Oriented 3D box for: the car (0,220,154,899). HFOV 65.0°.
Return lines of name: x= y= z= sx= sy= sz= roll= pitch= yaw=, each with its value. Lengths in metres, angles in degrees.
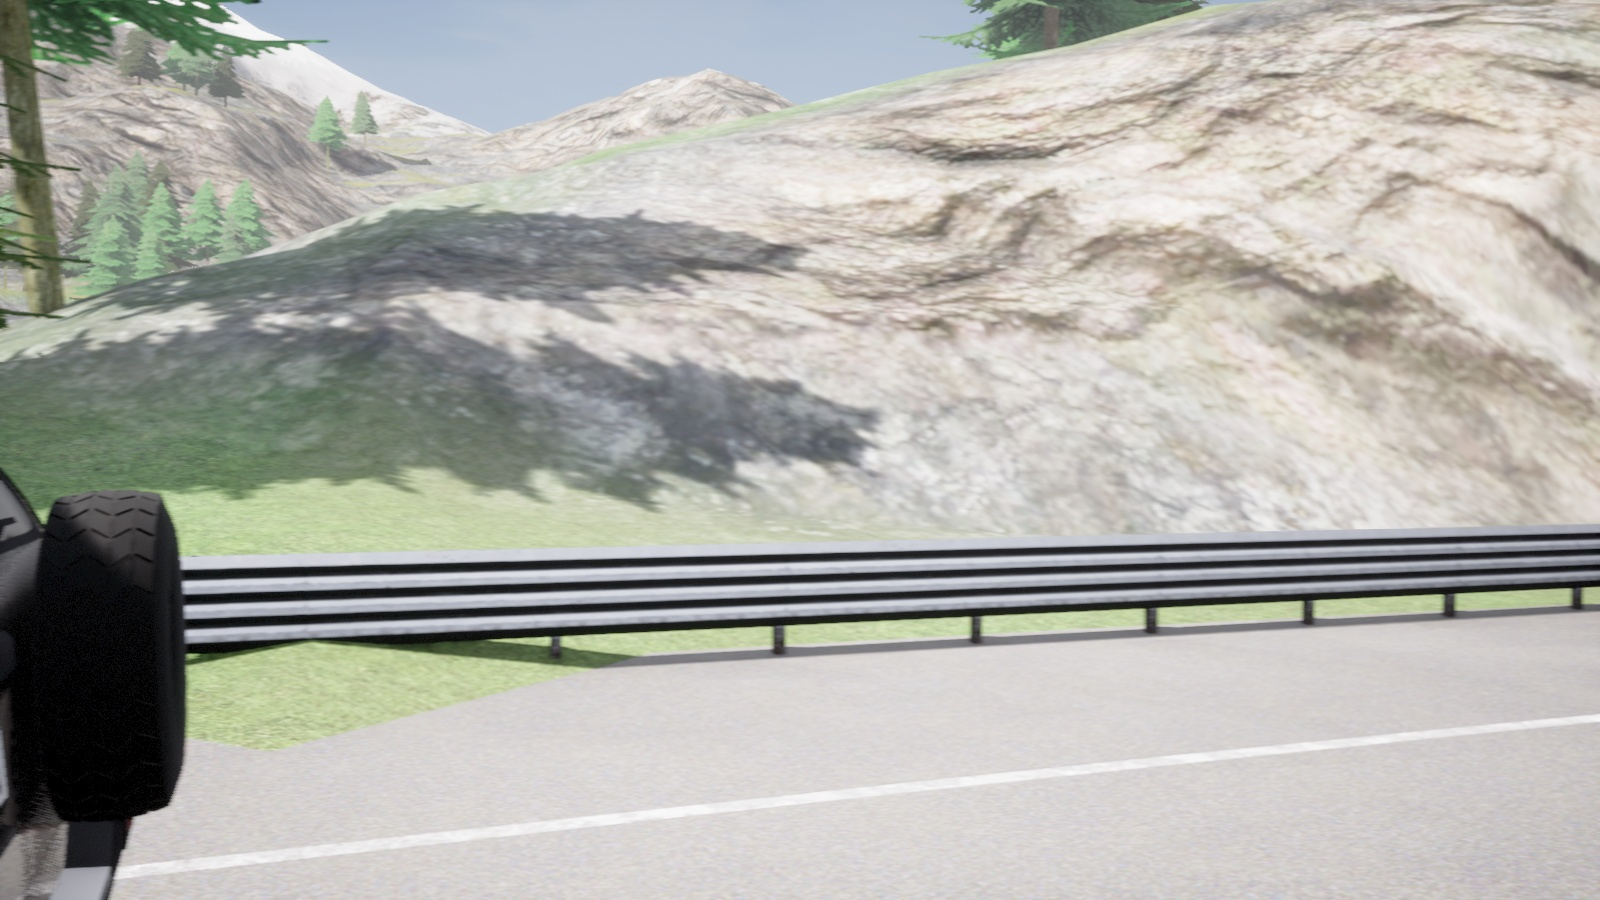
car: x=-3.612 y=0.622 z=1.833 sx=4.605 sy=1.855 sz=1.932 roll=-1 pitch=1 yaw=-23
